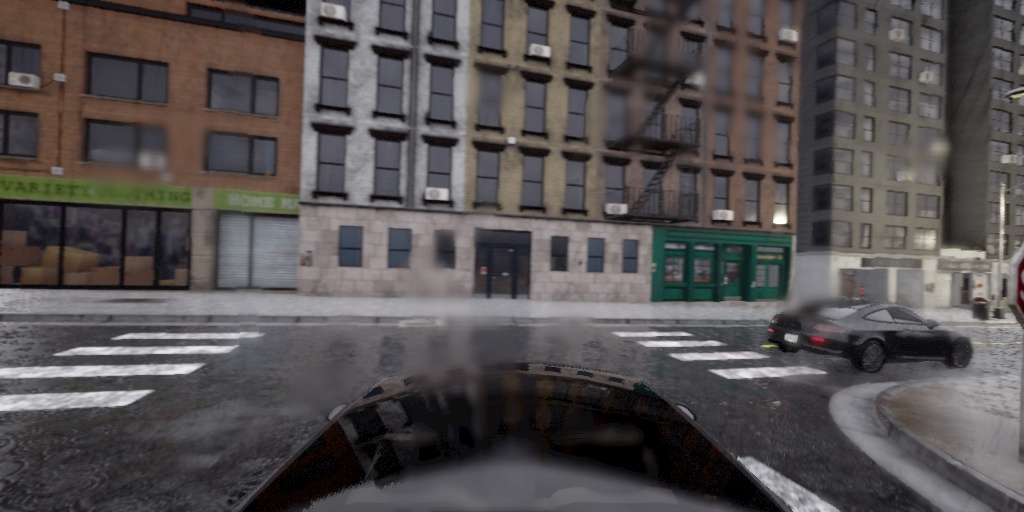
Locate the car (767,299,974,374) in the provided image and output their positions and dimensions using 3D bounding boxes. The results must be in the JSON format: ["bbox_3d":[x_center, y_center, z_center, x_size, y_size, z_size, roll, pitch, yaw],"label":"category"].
[{"bbox_3d":[8.387,1.770,8.499,4.674,1.442,1.812,3,-1,-15],"label":"car"}]
